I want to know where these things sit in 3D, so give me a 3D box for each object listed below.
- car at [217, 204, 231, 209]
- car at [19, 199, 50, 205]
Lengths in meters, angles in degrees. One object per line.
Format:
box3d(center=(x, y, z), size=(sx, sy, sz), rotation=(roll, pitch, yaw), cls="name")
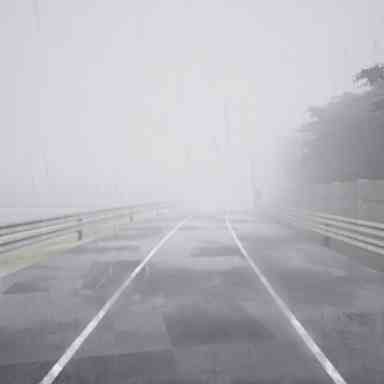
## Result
box3d(center=(8.223, 3.910, 86.086), size=(1.812, 1.442, 4.674), rotation=(-3, -5, 39), cls="car")
box3d(center=(-27.316, 2.056, 57.857), size=(4.902, 1.511, 2.128), rotation=(2, -4, -27), cls="car")
